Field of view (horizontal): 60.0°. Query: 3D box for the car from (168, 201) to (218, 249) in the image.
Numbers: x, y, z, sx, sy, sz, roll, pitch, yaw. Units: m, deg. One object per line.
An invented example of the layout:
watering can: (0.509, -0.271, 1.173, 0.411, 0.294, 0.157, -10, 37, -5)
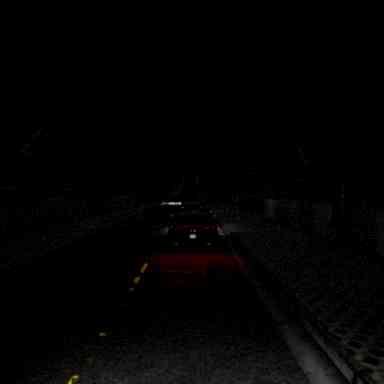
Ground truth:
car: (0.052, 1.392, 14.213, 1.882, 1.535, 5.008, 0, 1, 1)

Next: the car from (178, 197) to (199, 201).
car: (0.045, 1.371, 28.773, 1.812, 1.442, 4.674, 0, 1, 1)

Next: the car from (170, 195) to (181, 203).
car: (-2.807, 1.221, 59.088, 1.994, 1.385, 4.181, 0, 1, 1)
